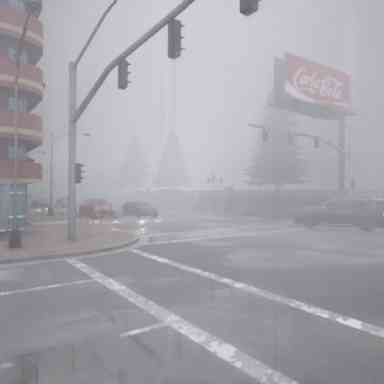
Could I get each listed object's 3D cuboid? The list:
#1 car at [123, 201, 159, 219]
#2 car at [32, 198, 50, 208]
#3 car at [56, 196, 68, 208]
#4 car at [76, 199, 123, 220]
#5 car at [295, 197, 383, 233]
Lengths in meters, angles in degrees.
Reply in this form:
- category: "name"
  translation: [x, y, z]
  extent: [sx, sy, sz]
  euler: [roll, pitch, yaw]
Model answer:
- category: "car"
  translation: [-4.822, 1.567, 30.362]
  extent: [1.837, 1.490, 4.892]
  euler: [0, 0, -36]
- category: "car"
  translation: [-21.590, 1.612, 47.649]
  extent: [1.994, 1.385, 4.181]
  euler: [0, 0, -35]
- category: "car"
  translation: [-18.895, 1.414, 49.903]
  extent: [2.097, 1.767, 4.553]
  euler: [0, 0, -35]
- category: "car"
  translation: [-8.182, 1.399, 29.038]
  extent: [2.097, 1.767, 4.553]
  euler: [0, 0, -36]
- category: "car"
  translation: [9.333, 1.388, 20.745]
  extent: [5.566, 2.045, 2.150]
  euler: [0, 4, 33]
